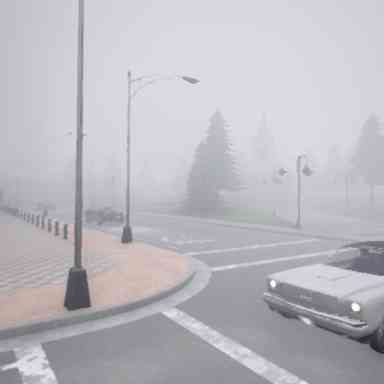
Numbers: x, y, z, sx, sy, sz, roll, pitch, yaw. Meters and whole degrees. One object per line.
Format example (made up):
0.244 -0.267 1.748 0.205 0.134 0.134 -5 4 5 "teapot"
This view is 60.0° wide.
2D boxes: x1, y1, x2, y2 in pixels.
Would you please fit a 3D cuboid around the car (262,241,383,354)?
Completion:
3.549 1.674 6.314 4.718 1.301 1.895 1 -1 -35 "car"

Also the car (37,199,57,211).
-19.278 1.695 44.110 1.837 1.490 4.892 1 -1 -34 "car"

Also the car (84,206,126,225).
-6.826 1.746 25.826 1.895 1.301 4.718 1 -1 -34 "car"
